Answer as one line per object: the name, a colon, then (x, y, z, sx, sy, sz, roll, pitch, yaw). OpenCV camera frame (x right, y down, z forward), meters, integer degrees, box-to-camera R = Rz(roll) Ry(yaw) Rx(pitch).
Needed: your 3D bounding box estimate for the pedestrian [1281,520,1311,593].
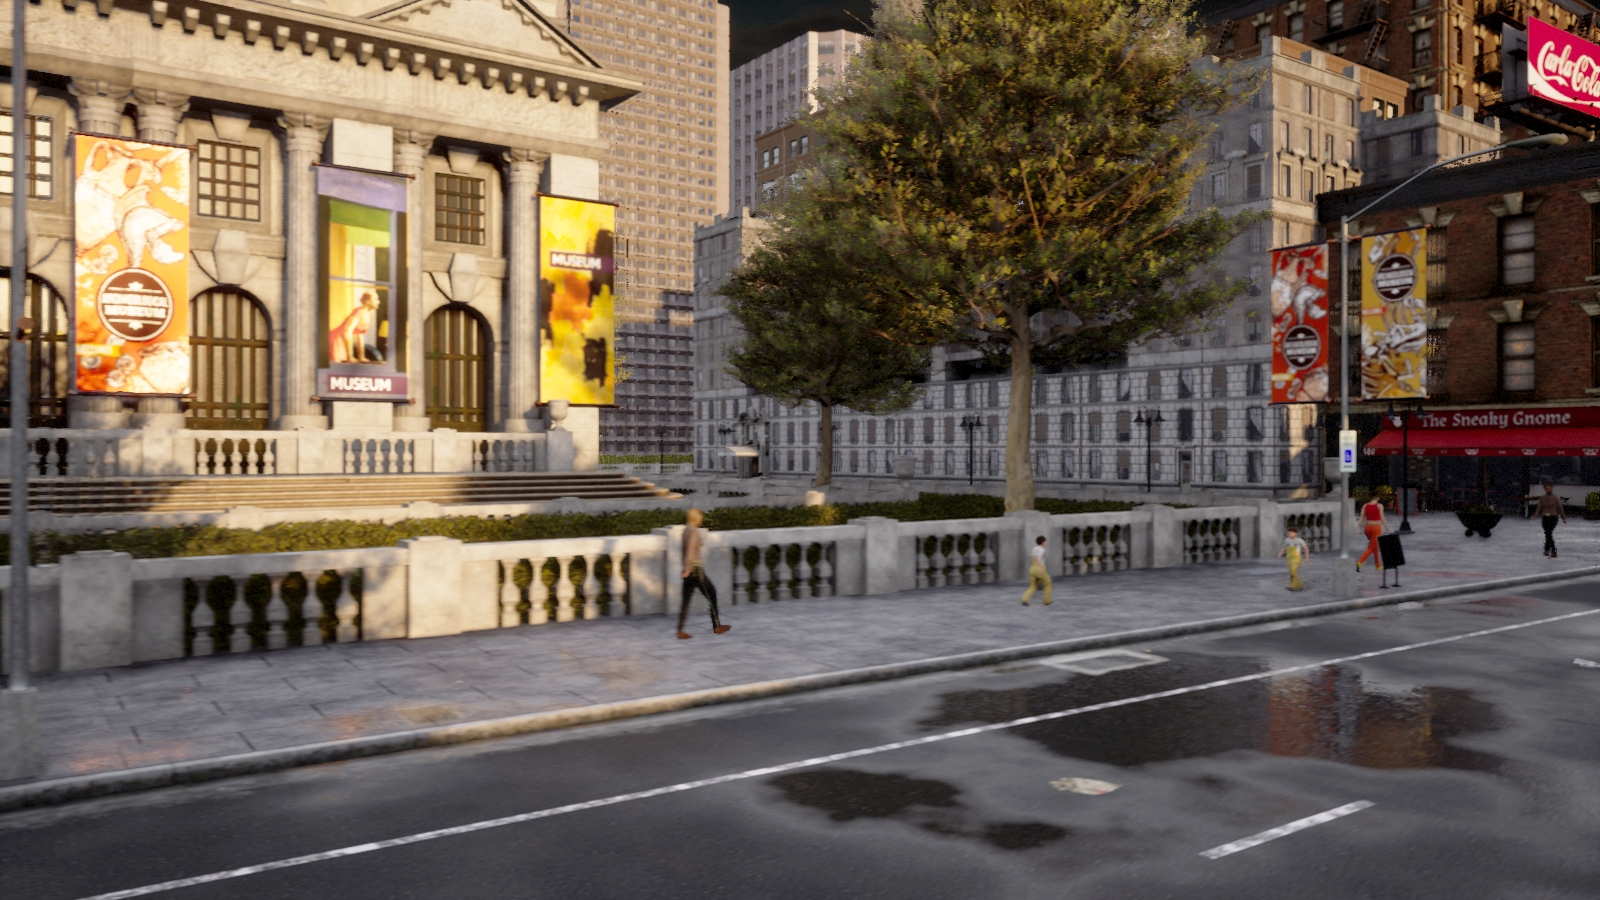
pedestrian: (9.256, 1.980, 21.324, 0.375, 1.300, 0.375, 0, 0, -32)

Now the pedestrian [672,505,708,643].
pedestrian: (-1.526, 1.698, 15.838, 0.375, 1.860, 0.375, 0, 0, -31)

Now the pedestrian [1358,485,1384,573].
pedestrian: (12.316, 1.700, 24.648, 0.375, 1.860, 0.375, 0, 0, -31)

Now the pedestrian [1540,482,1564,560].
pedestrian: (18.159, 1.700, 27.590, 0.375, 1.860, 0.375, 0, 0, -33)

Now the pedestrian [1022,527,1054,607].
pedestrian: (4.030, 1.978, 19.331, 0.375, 1.300, 0.375, 0, 0, -30)
